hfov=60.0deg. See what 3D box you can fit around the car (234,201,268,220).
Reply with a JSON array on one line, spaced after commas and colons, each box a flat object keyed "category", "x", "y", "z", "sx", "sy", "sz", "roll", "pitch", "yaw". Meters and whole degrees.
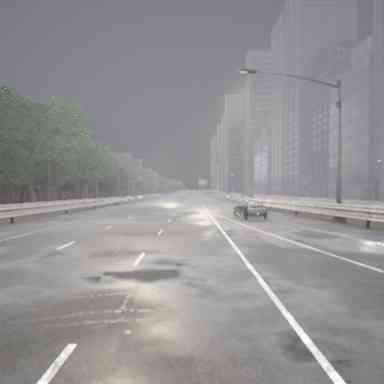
[{"category": "car", "x": 4.756, "y": 1.458, "z": 27.494, "sx": 2.128, "sy": 1.511, "sz": 4.902, "roll": 0, "pitch": 0, "yaw": -6}]
